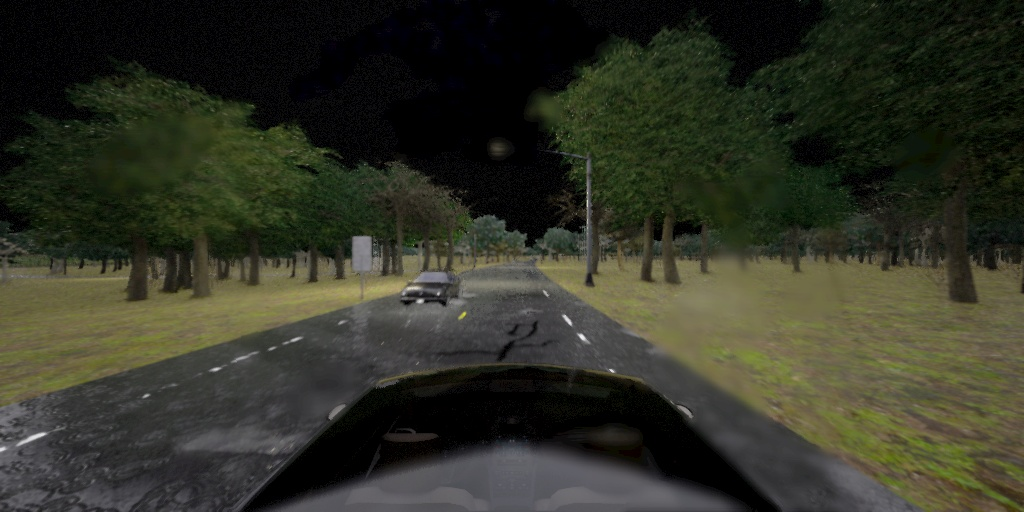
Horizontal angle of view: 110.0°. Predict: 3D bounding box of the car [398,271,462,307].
[{"bbox_3d":[-3.484,1.382,16.432,2.033,1.411,5.357,0,0,1],"label":"car"}]
